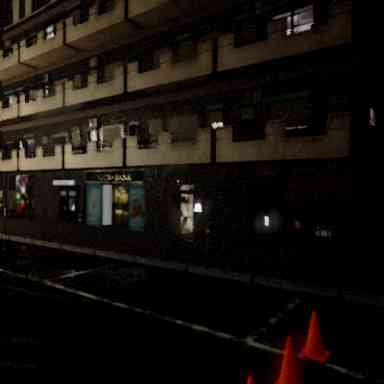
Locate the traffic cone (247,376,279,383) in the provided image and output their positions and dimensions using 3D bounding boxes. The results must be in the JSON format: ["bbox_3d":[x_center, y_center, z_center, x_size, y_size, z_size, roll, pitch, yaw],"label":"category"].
[{"bbox_3d":[0.526,1.951,2.983,0.340,0.580,0.340,0,0,36],"label":"traffic cone"}]

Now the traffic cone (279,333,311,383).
[{"bbox_3d":[1.110,1.951,3.795,0.340,0.580,0.340,0,0,36],"label":"traffic cone"}]

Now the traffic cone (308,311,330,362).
[{"bbox_3d":[1.693,1.951,4.607,0.340,0.580,0.340,0,0,36],"label":"traffic cone"}]
